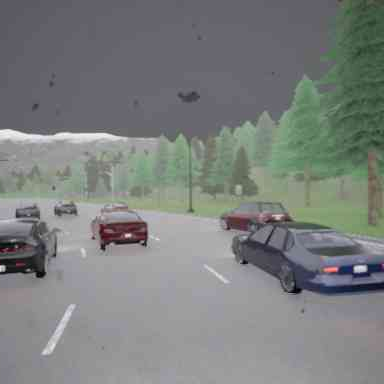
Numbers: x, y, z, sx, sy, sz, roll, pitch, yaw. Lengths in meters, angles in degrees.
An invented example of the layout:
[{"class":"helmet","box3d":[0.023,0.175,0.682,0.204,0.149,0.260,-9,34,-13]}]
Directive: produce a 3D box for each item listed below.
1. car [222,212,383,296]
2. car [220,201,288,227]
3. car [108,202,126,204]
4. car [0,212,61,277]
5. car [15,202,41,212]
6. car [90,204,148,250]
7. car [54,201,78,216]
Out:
[{"class":"car","box3d":[2.643,1.493,8.686,2.033,1.411,5.357,-1,0,-12]},{"class":"car","box3d":[3.272,1.275,17.706,2.097,1.767,4.553,-1,0,-22]},{"class":"car","box3d":[-6.748,1.589,29.700,1.812,1.442,4.674,-1,0,-28]},{"class":"car","box3d":[-5.255,1.572,10.140,1.837,1.490,4.892,0,0,-17]},{"class":"car","box3d":[-14.580,1.678,29.578,2.128,1.511,4.902,-1,0,-28]},{"class":"car","box3d":[-3.368,1.509,14.851,1.882,1.535,5.008,-1,0,-23]},{"class":"car","box3d":[-12.863,1.645,33.828,2.128,1.511,4.902,-1,0,-28]}]
